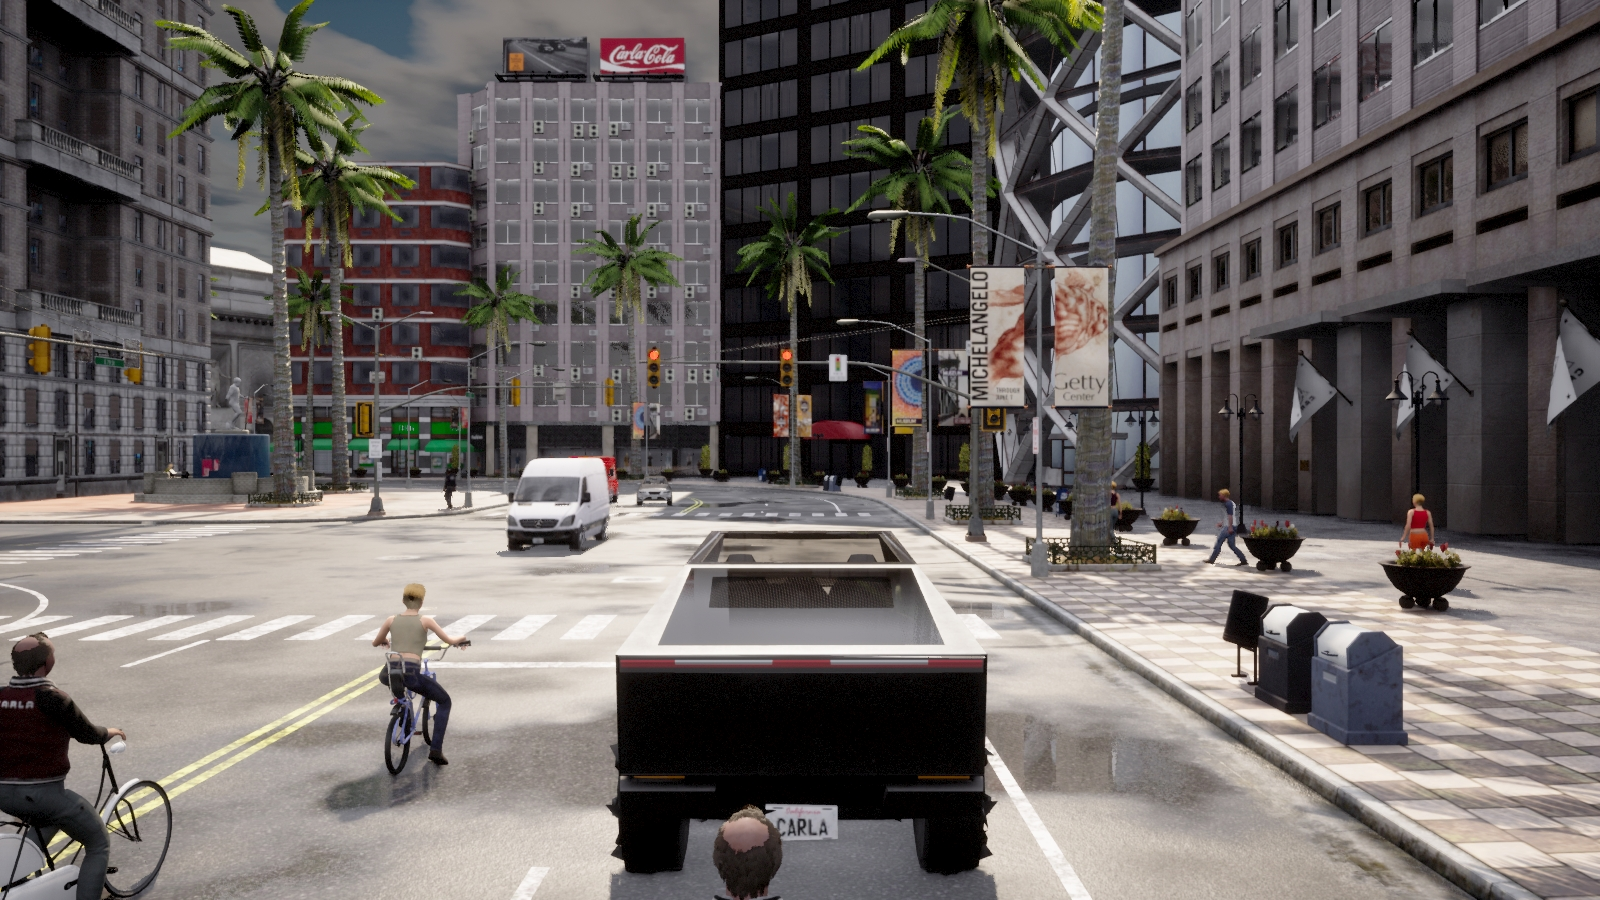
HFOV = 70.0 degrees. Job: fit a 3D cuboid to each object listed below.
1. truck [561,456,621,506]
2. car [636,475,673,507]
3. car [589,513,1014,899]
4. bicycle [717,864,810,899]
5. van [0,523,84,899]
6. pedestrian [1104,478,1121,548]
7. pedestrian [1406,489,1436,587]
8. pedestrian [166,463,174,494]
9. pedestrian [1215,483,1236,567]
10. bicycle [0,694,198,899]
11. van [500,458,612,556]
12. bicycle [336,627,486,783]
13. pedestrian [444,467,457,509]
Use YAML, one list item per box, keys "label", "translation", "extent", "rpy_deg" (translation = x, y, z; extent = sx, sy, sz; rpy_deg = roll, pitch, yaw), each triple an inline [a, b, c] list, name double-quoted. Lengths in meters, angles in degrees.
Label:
- label: "truck"
  translation: [-10.821, 1.568, 59.475]
  extent: [2.627, 2.467, 5.204]
  rpy_deg: [0, 0, -5]
- label: "car"
  translation: [-7.460, 2.066, 58.811]
  extent: [1.816, 1.474, 4.193]
  rpy_deg: [0, 0, -7]
- label: "car"
  translation: [0.011, 1.753, 9.550]
  extent: [2.390, 2.098, 6.274]
  rpy_deg: [0, 0, 0]
- label: "bicycle"
  translation: [-0.147, 2.210, 3.549]
  extent: [0.329, 1.171, 1.835]
  rpy_deg: [0, 0, 1]
- label: "van"
  translation: [-3.501, 1.534, 1.043]
  extent: [1.988, 2.561, 5.915]
  rpy_deg: [0, 0, 0]
- label: "pedestrian"
  translation: [8.453, 1.698, 30.883]
  extent: [0.375, 1.860, 0.375]
  rpy_deg: [0, 0, 3]
- label: "pedestrian"
  translation: [12.074, 1.704, 22.210]
  extent: [0.375, 1.860, 0.375]
  rpy_deg: [0, 0, 1]
- label: "pedestrian"
  translation: [-37.819, 1.696, 68.598]
  extent: [0.375, 1.860, 0.375]
  rpy_deg: [0, 0, -16]
- label: "pedestrian"
  translation: [9.680, 1.695, 25.983]
  extent: [0.375, 1.860, 0.375]
  rpy_deg: [0, 0, 34]
- label: "bicycle"
  translation: [-4.243, 2.210, 6.662]
  extent: [0.329, 1.171, 1.835]
  rpy_deg: [0, 0, 6]
- label: "van"
  translation: [-6.977, 1.535, 33.342]
  extent: [1.988, 2.561, 5.915]
  rpy_deg: [0, 0, 0]
- label: "bicycle"
  translation: [-3.473, 2.256, 10.347]
  extent: [0.859, 1.080, 1.487]
  rpy_deg: [0, 0, 0]
- label: "pedestrian"
  translation: [-15.533, 1.696, 50.801]
  extent: [0.375, 1.860, 0.375]
  rpy_deg: [0, 0, 36]
